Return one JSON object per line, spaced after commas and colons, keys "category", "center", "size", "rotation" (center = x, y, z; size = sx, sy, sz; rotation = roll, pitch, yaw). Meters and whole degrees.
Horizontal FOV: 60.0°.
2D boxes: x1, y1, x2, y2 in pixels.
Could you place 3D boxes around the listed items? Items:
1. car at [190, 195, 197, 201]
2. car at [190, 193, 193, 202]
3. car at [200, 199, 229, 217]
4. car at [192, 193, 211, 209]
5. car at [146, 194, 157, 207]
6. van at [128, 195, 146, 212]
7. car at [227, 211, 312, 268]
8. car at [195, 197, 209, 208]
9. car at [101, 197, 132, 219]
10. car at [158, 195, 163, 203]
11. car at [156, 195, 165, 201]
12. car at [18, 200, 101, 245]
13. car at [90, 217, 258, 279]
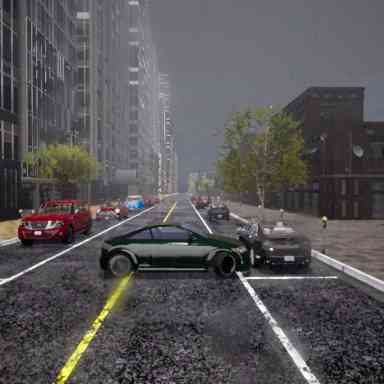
{"category": "car", "center": [0.427, 1.551, 88.570], "size": [1.802, 1.307, 4.206], "rotation": [-1, 0, -1]}
{"category": "car", "center": [0.852, 1.291, 71.972], "size": [2.192, 1.841, 5.009], "rotation": [-1, 0, -1]}
{"category": "car", "center": [2.028, 1.543, 26.976], "size": [2.008, 1.369, 4.403], "rotation": [-1, 0, -1]}
{"category": "car", "center": [1.566, 1.301, 44.308], "size": [2.192, 1.841, 5.009], "rotation": [-1, 0, -1]}
{"category": "car", "center": [-6.954, 1.299, 49.635], "size": [2.192, 1.841, 5.009], "rotation": [-1, 0, -1]}
{"category": "van", "center": [-6.669, 1.329, 38.569], "size": [1.690, 1.788, 3.998], "rotation": [-1, 0, -1]}
{"category": "car", "center": [2.556, 1.548, 11.116], "size": [2.008, 1.369, 4.403], "rotation": [-1, 0, -1]}
{"category": "car", "center": [1.422, 1.509, 50.011], "size": [1.752, 1.417, 4.829], "rotation": [-1, 0, -1]}
{"category": "car", "center": [-6.374, 1.432, 26.775], "size": [1.967, 1.590, 4.097], "rotation": [-1, 0, -1]}
{"category": "car", "center": [-7.380, 1.522, 66.234], "size": [1.887, 1.381, 4.507], "rotation": [-1, 0, -1]}
{"category": "car", "center": [-7.804, 1.497, 82.663], "size": [1.752, 1.417, 4.829], "rotation": [-1, 0, -1]}
{"category": "car", "center": [-6.181, 1.310, 15.707], "size": [2.192, 1.841, 5.009], "rotation": [-1, 0, -1]}
{"category": "car", "center": [-0.462, 1.557, 9.516], "size": [4.181, 1.385, 1.994], "rotation": [0, 0, -1]}
